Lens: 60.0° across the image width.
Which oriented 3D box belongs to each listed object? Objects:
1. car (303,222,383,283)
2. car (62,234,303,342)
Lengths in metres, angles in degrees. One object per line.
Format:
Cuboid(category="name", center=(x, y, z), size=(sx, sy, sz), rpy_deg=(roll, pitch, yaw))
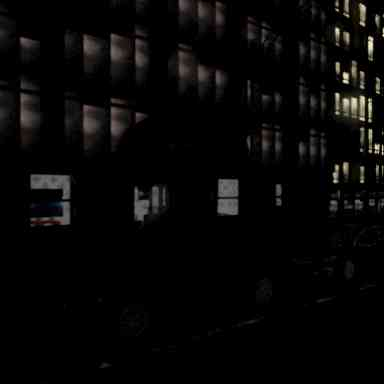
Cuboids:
Cuboid(category="car", center=(4.539, 1.595, 9.704), size=(4.403, 1.369, 2.008), rpy_deg=(0, -1, -35))
Cuboid(category="car", center=(-0.124, 1.549, 6.455), size=(4.507, 1.381, 1.887), rpy_deg=(0, -1, -35))
